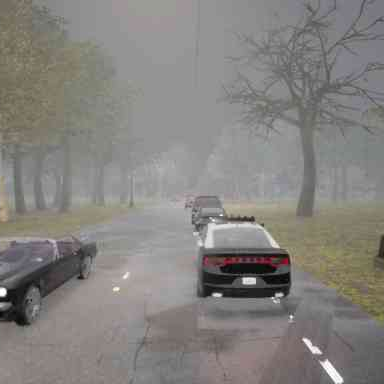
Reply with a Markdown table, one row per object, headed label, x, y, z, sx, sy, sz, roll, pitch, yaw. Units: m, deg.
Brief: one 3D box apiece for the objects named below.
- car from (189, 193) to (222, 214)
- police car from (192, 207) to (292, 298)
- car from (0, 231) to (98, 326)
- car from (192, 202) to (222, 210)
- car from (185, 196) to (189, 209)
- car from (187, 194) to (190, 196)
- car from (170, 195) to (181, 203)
| label | x | y | z | sx | sy | sz | roll | pitch | yaw |
| --- | --- | --- | --- | --- | --- | --- | --- | --- | --- |
| car | 1.050 | 1.237 | 24.607 | 2.150 | 2.045 | 5.566 | 0 | 0 | 0 |
| police car | 1.050 | 1.429 | 8.684 | 1.930 | 1.638 | 5.238 | 0 | 0 | 0 |
| car | -3.600 | 1.604 | 7.188 | 1.895 | 1.301 | 4.718 | 0 | 0 | 0 |
| car | 1.049 | 1.515 | 18.577 | 1.837 | 1.490 | 4.892 | 0 | 0 | 0 |
| car | 0.014 | 1.601 | 45.692 | 1.994 | 1.385 | 4.181 | 0 | 0 | 0 |
| car | 0.000 | 1.284 | 60.138 | 2.150 | 2.045 | 5.566 | 0 | 0 | 0 |
| car | -3.501 | 1.437 | 71.519 | 2.097 | 1.767 | 4.553 | 0 | 0 | 0 |
